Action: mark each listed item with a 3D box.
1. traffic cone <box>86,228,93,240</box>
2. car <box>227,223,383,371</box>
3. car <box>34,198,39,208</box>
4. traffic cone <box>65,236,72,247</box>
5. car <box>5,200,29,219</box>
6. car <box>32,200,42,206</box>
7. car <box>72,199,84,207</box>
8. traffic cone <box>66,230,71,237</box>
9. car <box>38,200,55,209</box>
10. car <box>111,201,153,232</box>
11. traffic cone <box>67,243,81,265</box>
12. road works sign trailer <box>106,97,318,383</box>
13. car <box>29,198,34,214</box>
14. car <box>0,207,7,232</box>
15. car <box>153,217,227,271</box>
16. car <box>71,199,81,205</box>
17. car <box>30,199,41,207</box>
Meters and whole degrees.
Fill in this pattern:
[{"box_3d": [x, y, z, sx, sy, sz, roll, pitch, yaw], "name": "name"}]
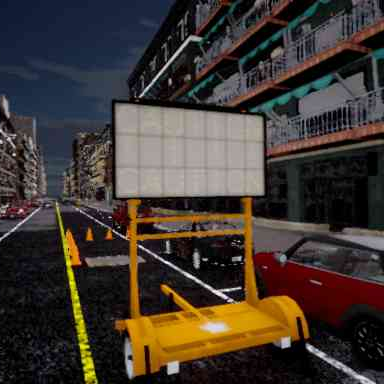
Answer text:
[{"box_3d": [-5.217, 2.132, 16.915, 0.340, 0.580, 0.340, -1, 0, -22], "name": "traffic cone"}, {"box_3d": [2.526, 1.449, 5.910, 1.967, 1.590, 4.097, 0, -1, -22], "name": "car"}, {"box_3d": [-31.011, 2.119, 65.242, 2.192, 1.841, 5.009, 0, 0, -22], "name": "car"}, {"box_3d": [-4.616, 2.097, 12.837, 0.340, 0.580, 0.340, -1, 0, -22], "name": "traffic cone"}, {"box_3d": [-18.116, 1.885, 33.979, 1.967, 1.590, 4.097, 0, -1, -22], "name": "car"}, {"box_3d": [-35.307, 2.467, 75.661, 1.887, 1.381, 4.507, 0, 0, -22], "name": "car"}, {"box_3d": [-23.326, 2.260, 68.590, 1.752, 1.417, 4.829, 0, 0, -22], "name": "car"}, {"box_3d": [-5.378, 2.119, 14.685, 0.340, 0.580, 0.340, 0, 0, -22], "name": "traffic cone"}, {"box_3d": [-25.512, 2.190, 58.962, 2.128, 1.511, 4.902, -1, 0, -22], "name": "car"}, {"box_3d": [-3.921, 1.508, 21.542, 2.192, 1.841, 5.009, 0, -1, -22], "name": "car"}, {"box_3d": [-3.854, 2.076, 10.988, 0.340, 0.580, 0.340, -1, 0, -22], "name": "traffic cone"}, {"box_3d": [-0.024, 0.497, 5.013, 2.380, 3.560, 2.880, -1, 0, -22], "name": "road works sign trailer"}, {"box_3d": [-20.266, 1.821, 39.191, 2.192, 1.841, 5.009, 0, -1, -22], "name": "car"}, {"box_3d": [-11.603, 1.787, 18.190, 1.752, 1.417, 4.829, 0, -1, -22], "name": "car"}, {"box_3d": [0.379, 1.621, 11.119, 2.008, 1.369, 4.403, 0, -1, -22], "name": "car"}, {"box_3d": [-27.559, 2.396, 78.853, 1.887, 1.381, 4.507, 0, 0, -22], "name": "car"}, {"box_3d": [-33.159, 2.304, 70.450, 1.967, 1.590, 4.097, 0, 0, -22], "name": "car"}]
